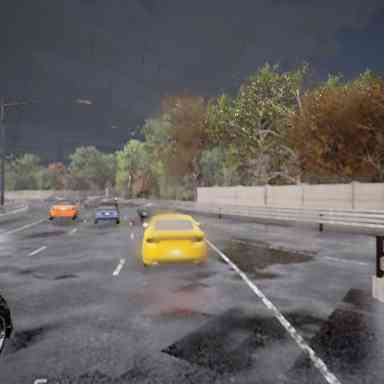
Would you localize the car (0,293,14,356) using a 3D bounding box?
[{"bbox_3d":[-3.546,1.578,3.146,1.994,1.385,4.181,0,0,-2],"label":"car"}]

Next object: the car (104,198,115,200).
[{"bbox_3d":[-13.128,1.739,52.611,1.837,1.490,4.892,0,-1,-28],"label":"car"}]

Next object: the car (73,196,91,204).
[{"bbox_3d":[-22.510,1.658,67.837,1.837,1.490,4.892,0,0,-39],"label":"car"}]

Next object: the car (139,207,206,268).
[{"bbox_3d":[-0.689,1.525,11.624,1.882,1.535,5.008,0,0,-6],"label":"car"}]

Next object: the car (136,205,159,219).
[{"bbox_3d":[-3.616,1.726,27.979,1.895,1.301,4.718,0,0,-14],"label":"car"}]

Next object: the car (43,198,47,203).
[{"bbox_3d":[-34.934,1.919,81.923,4.181,1.385,1.994,0,0,43],"label":"car"}]

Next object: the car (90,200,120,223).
[{"bbox_3d":[-6.807,1.666,26.609,2.033,1.411,5.357,0,0,-14],"label":"car"}]

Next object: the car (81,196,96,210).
[{"bbox_3d":[-14.658,1.706,48.061,2.128,1.511,4.902,0,0,-25],"label":"car"}]

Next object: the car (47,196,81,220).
[{"bbox_3d":[-11.444,1.487,30.049,2.097,1.767,4.553,0,0,-16],"label":"car"}]

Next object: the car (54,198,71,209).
[{"bbox_3d":[-19.390,1.700,49.692,1.882,1.535,5.008,0,0,-27],"label":"car"}]
